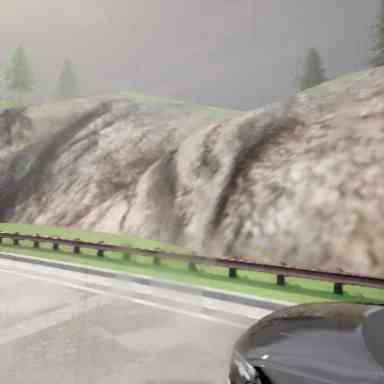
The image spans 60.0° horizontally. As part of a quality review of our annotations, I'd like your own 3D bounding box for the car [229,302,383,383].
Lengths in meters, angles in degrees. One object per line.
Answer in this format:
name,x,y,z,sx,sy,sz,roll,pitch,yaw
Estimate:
car,2.558,1.456,2.132,4.902,1.511,2.128,0,0,36
